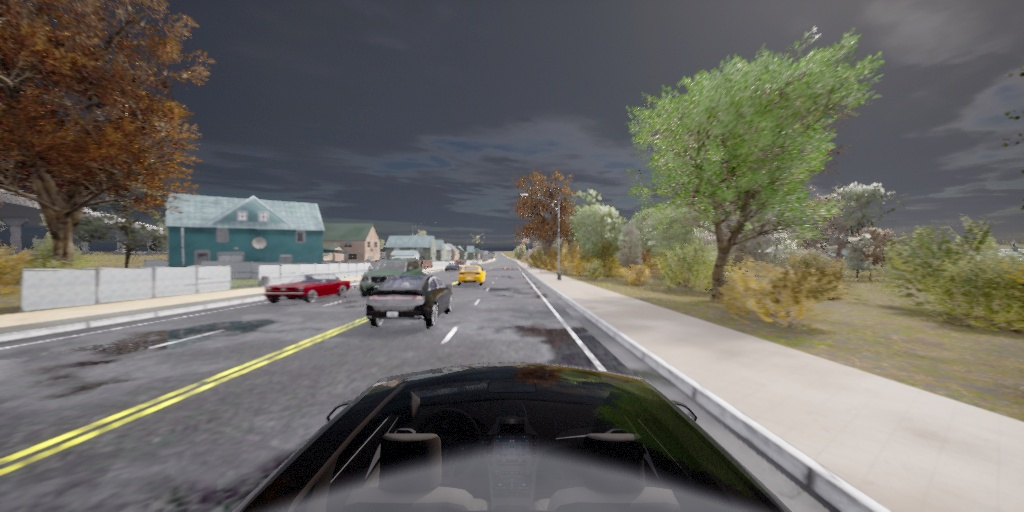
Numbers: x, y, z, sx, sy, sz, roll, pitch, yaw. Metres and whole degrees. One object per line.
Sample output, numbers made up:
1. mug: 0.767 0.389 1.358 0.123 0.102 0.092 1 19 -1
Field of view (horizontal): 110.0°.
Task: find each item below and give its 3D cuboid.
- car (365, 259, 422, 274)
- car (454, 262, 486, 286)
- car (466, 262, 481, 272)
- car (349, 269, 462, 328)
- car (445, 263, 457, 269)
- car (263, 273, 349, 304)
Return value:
1. car: -6.604 1.172 20.347 2.150 2.045 5.566 0 -1 0
2. car: -3.156 1.521 29.003 1.882 1.535 5.008 0 -1 0
3. car: -6.548 1.850 61.432 1.882 1.535 5.008 0 -1 1
4. car: -3.153 1.352 11.882 2.128 1.511 4.902 0 -1 0
5. car: -9.793 1.899 59.282 2.033 1.411 5.357 0 -1 1
6. car: -9.855 1.523 17.659 1.895 1.301 4.718 0 -1 0
